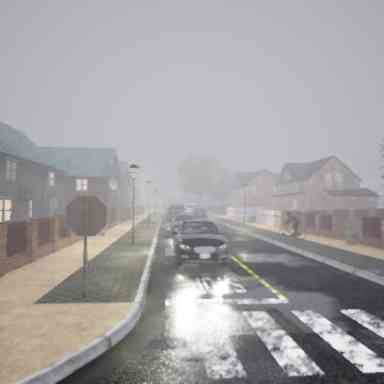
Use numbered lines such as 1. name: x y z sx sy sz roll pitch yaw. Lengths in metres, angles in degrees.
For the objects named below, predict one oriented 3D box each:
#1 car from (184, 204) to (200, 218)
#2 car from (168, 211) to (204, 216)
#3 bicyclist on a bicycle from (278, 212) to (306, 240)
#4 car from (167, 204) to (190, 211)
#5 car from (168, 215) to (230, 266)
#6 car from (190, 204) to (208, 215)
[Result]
1. car: -0.028 2.936 52.775 2.150 2.045 5.566 1 -2 -4
2. car: -0.589 2.294 23.677 2.033 1.411 5.357 1 -2 -4
3. bicyclist on a bicycle: 5.665 1.939 18.900 1.656 1.620 0.582 0 -2 -5
4. car: -1.777 2.476 39.122 2.150 2.045 5.566 1 -2 -4
5. car: 0.237 1.890 13.217 2.128 1.511 4.902 1 -2 -5
6. car: 0.828 2.740 42.528 2.097 1.767 4.553 1 -2 -4
